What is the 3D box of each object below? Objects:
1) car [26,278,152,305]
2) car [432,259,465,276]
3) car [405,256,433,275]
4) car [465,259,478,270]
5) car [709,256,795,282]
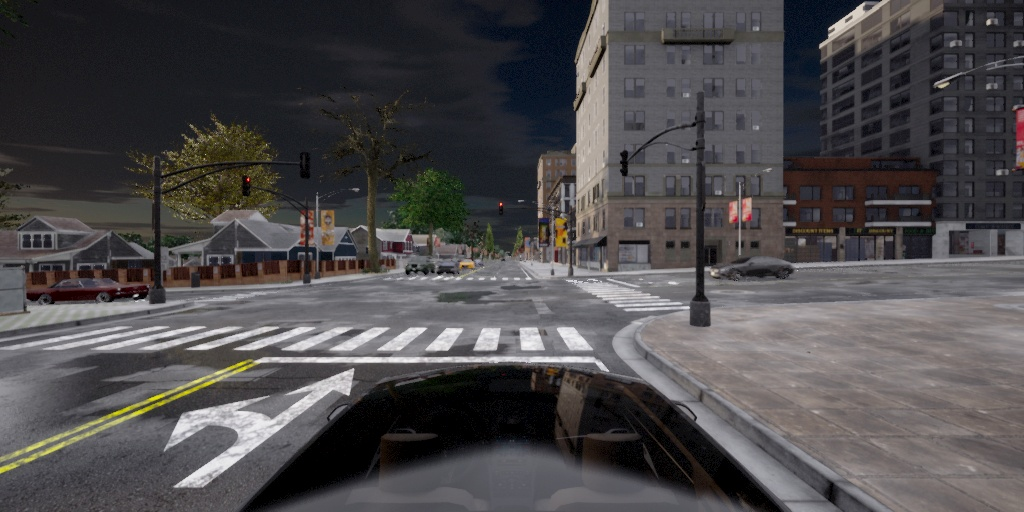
[{"bbox_3d":[-21.643,1.803,18.537,4.718,1.301,1.895,-2,0,0],"label":"car"},{"bbox_3d":[-6.639,1.310,38.055,2.033,1.411,5.357,0,0,0],"label":"car"},{"bbox_3d":[-9.887,0.983,38.953,2.150,2.045,5.566,0,0,0],"label":"car"},{"bbox_3d":[-6.648,1.266,53.216,1.882,1.535,5.008,0,0,0],"label":"car"},{"bbox_3d":[14.586,0.726,21.906,4.674,1.442,1.812,-2,0,0],"label":"car"}]
